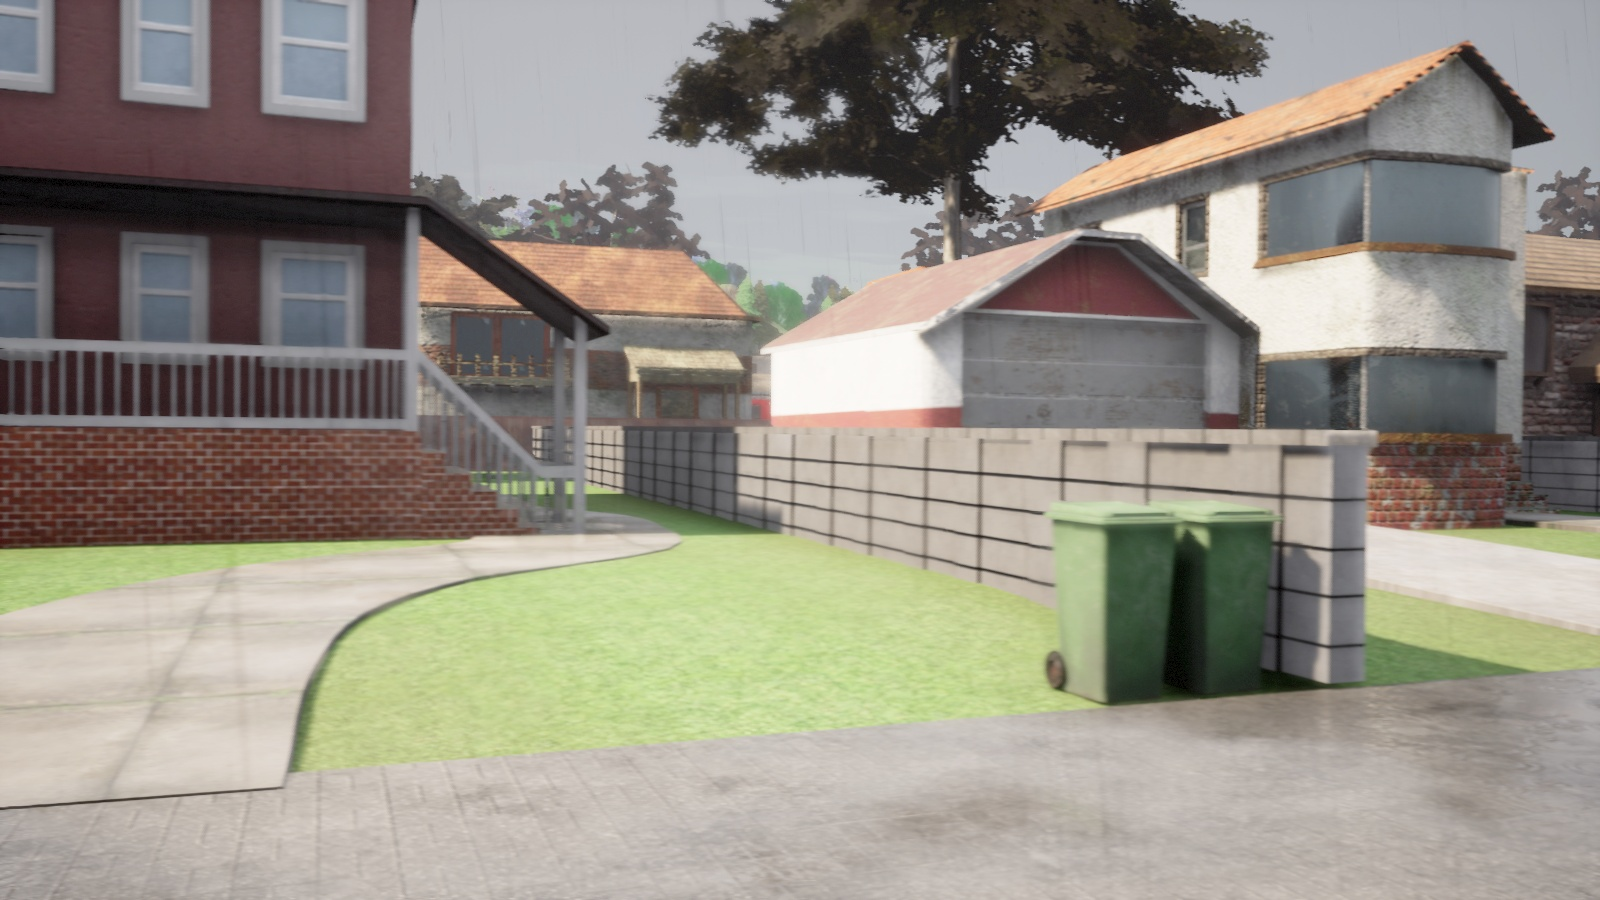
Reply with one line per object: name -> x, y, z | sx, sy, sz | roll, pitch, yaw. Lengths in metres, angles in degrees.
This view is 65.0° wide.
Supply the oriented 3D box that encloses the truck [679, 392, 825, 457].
truck -> -2.938, -1.596, 77.476 | 8.468, 3.827, 2.891 | -1, 1, -21
